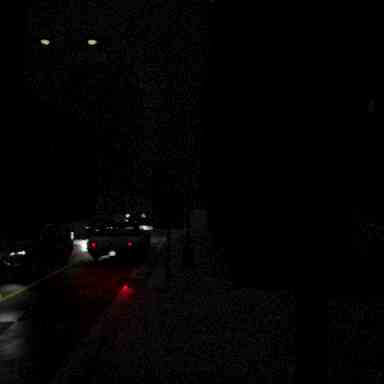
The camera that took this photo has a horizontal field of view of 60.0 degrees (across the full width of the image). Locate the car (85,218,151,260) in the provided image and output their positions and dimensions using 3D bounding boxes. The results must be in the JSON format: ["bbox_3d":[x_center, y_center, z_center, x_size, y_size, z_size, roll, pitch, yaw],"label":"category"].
[{"bbox_3d":[-2.920,2.020,14.359,1.895,1.301,4.718,1,-2,0],"label":"car"}]

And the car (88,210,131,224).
[{"bbox_3d":[-5.616,2.154,22.172,1.837,1.490,4.892,1,-2,0],"label":"car"}]

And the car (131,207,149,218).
[{"bbox_3d":[-5.629,2.409,34.552,2.097,1.767,4.553,1,-2,-3],"label":"car"}]

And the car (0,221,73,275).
[{"bbox_3d":[-5.636,1.795,11.537,2.128,1.511,4.902,1,-2,-2],"label":"car"}]
